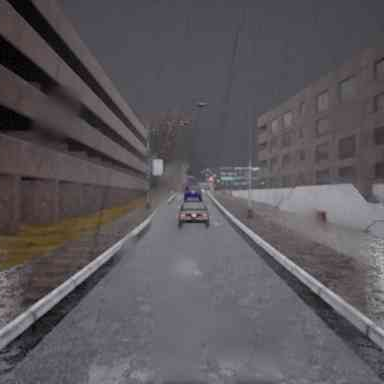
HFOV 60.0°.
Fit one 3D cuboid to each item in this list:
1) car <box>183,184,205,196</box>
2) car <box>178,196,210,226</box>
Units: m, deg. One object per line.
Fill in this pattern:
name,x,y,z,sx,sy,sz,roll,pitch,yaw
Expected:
car,0.110,0.010,41.952,2.150,2.045,5.566,0,3,0
car,0.106,1.240,20.513,2.033,1.411,5.357,0,2,0
